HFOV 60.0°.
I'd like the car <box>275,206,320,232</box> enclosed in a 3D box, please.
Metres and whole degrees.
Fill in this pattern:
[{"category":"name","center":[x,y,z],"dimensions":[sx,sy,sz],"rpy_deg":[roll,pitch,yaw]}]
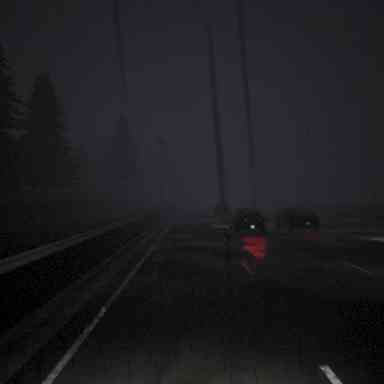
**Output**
[{"category":"car","center":[7.098,1.810,22.839],"dimensions":[1.882,1.535,5.008],"rpy_deg":[0,-1,0]}]

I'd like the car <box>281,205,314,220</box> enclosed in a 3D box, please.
[{"category":"car","center":[10.597,2.055,33.811],"dimensions":[1.994,1.385,4.181],"rpy_deg":[0,-1,0]}]

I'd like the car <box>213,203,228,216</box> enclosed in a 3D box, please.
[{"category":"car","center":[3.596,2.070,40.794],"dimensions":[1.882,1.535,5.008],"rpy_deg":[0,-1,0]}]

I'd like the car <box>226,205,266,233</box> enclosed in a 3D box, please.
[{"category":"car","center":[3.598,1.827,22.113],"dimensions":[1.837,1.490,4.892],"rpy_deg":[0,-1,0]}]
